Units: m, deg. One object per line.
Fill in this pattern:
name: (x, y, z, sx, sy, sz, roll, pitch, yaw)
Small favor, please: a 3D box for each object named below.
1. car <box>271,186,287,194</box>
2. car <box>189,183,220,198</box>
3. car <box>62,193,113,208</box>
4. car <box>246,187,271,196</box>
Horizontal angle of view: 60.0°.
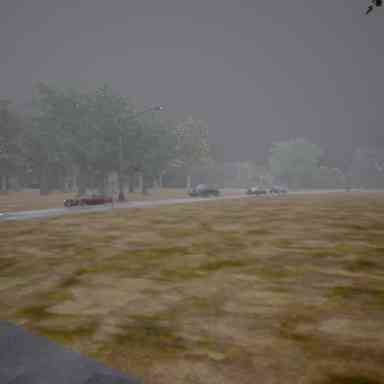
car: (15.733, -0.320, 60.663, 1.837, 1.490, 4.892, -1, 0, 38)
car: (1.899, -0.193, 47.892, 2.150, 2.045, 5.566, -1, 1, 38)
car: (-9.779, 0.770, 31.542, 1.895, 1.301, 4.718, -1, 2, 34)
car: (10.500, -0.145, 53.956, 1.812, 1.442, 4.674, -1, 1, 39)
